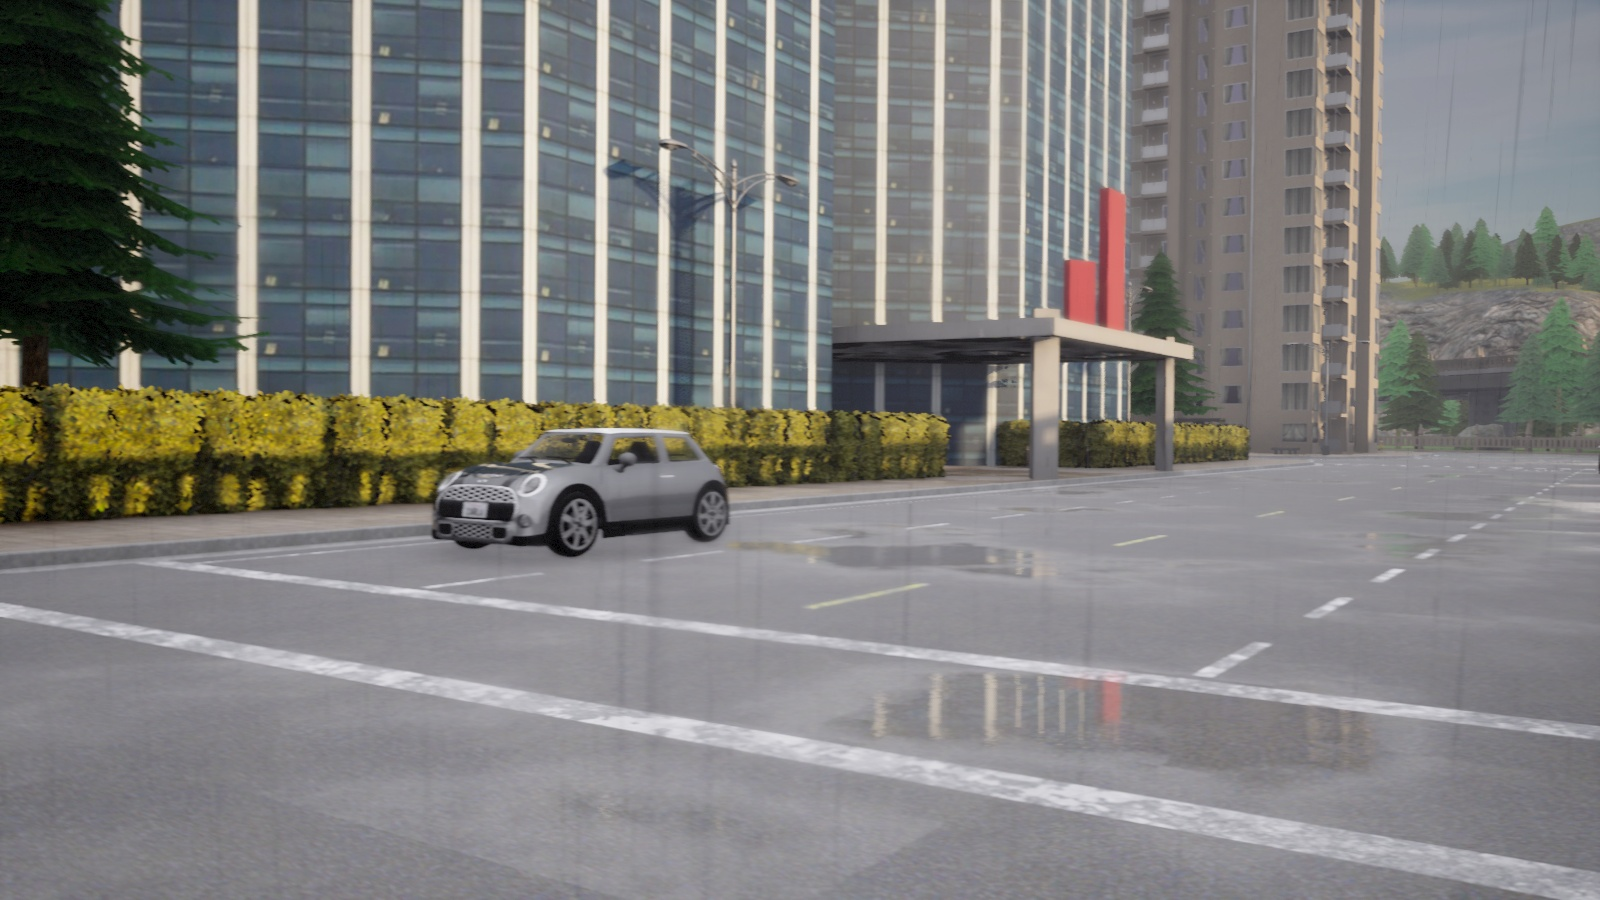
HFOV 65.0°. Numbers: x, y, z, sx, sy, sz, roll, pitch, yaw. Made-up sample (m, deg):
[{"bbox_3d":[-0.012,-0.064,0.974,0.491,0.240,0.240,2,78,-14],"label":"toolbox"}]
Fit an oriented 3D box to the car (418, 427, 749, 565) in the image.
[{"bbox_3d":[-2.567,0.466,15.671,1.970,1.475,3.806,0,1,34],"label":"car"}]
